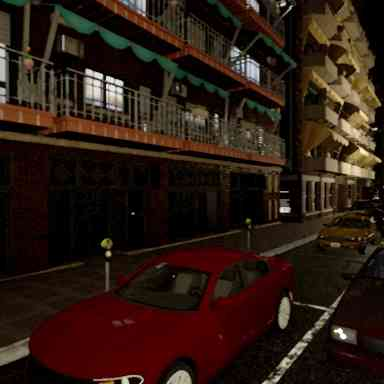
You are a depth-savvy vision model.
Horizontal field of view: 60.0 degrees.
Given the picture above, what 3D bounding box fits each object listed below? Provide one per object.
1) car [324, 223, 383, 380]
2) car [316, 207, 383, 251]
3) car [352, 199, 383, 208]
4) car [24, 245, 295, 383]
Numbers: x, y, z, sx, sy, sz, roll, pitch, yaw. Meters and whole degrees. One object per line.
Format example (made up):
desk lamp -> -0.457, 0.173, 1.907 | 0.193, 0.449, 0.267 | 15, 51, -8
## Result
car -> 3.787, 1.546, 5.492 | 2.033, 1.411, 5.357 | 0, 0, 36
car -> 6.405, 1.523, 13.551 | 1.752, 1.417, 4.829 | 0, 0, 36
car -> 9.742, 1.312, 18.167 | 2.192, 1.841, 5.009 | 0, 0, 36
car -> 0.028, 1.544, 4.731 | 1.887, 1.381, 4.507 | 0, 0, 36
